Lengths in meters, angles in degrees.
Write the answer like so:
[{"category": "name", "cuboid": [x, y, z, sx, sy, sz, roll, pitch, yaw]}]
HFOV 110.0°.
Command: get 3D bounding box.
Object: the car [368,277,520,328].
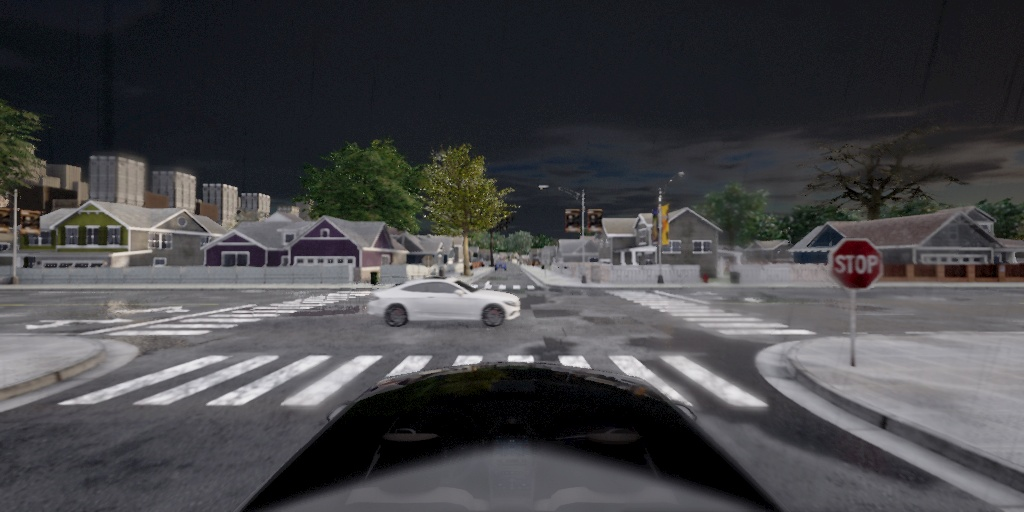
[{"category": "car", "cuboid": [-2.095, 1.393, 11.340, 4.674, 1.442, 1.812, 0, -1, 0]}]
